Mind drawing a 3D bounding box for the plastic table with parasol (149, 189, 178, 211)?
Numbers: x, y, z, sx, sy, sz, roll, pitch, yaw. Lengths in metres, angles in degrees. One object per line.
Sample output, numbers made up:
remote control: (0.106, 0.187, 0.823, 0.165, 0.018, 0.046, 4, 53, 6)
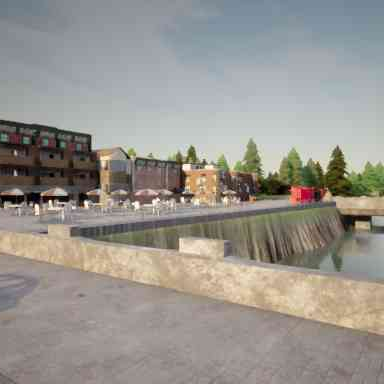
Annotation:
plastic table with parasol: (-3.364, 0.924, 39.482, 2.482, 2.480, 2.482, 0, 0, 36)
